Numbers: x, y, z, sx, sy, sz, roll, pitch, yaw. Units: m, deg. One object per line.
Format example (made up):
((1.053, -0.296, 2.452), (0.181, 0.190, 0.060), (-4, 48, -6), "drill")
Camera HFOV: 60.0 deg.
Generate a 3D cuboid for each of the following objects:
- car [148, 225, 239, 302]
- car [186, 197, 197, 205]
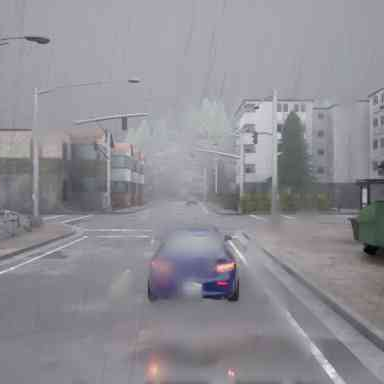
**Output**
((0.037, 1.526, 8.162), (1.812, 1.442, 4.674), (0, 0, 0), "car")
((-0.051, 1.547, 58.446), (2.033, 1.411, 5.357), (0, 0, 0), "car")
